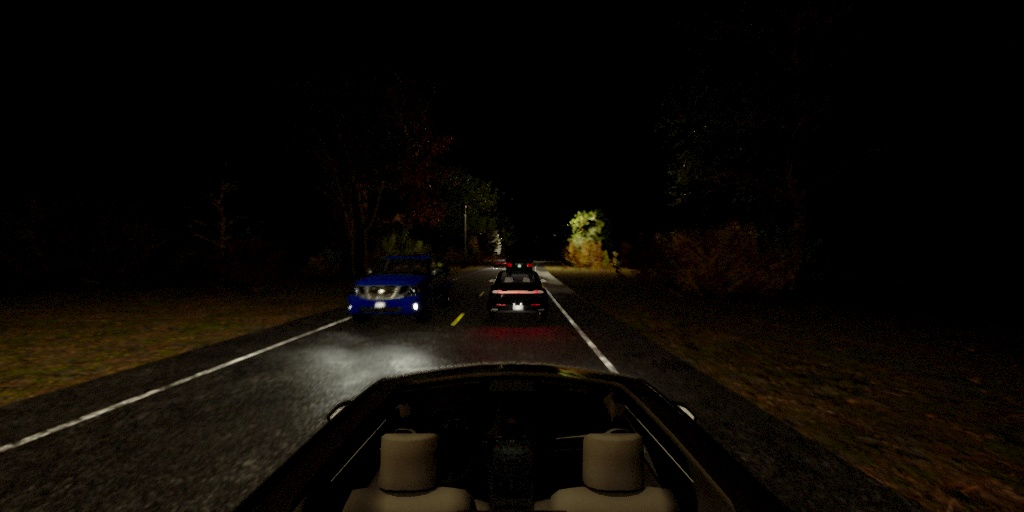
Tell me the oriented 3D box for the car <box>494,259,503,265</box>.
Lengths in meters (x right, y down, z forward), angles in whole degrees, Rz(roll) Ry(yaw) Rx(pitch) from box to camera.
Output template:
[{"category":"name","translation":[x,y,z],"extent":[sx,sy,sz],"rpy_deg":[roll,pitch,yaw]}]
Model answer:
[{"category":"car","translation":[-1.651,1.205,56.381],"extent":[1.994,1.385,4.181],"rpy_deg":[0,0,4]}]

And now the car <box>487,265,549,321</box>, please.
[{"category":"car","translation":[0.198,1.226,12.405],"extent":[2.128,1.511,4.902],"rpy_deg":[0,0,1]}]

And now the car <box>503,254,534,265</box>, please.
[{"category":"car","translation":[0.667,0.917,30.732],"extent":[2.150,2.045,5.566],"rpy_deg":[0,-1,2]}]

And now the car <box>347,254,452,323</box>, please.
[{"category":"car","translation":[-3.505,0.954,12.398],"extent":[2.150,2.045,5.566],"rpy_deg":[0,0,1]}]
